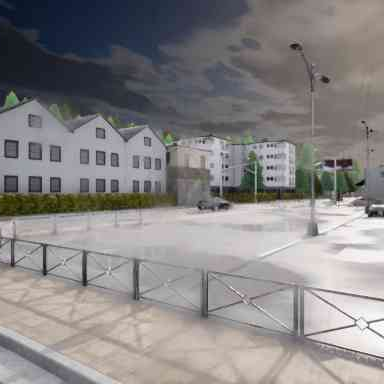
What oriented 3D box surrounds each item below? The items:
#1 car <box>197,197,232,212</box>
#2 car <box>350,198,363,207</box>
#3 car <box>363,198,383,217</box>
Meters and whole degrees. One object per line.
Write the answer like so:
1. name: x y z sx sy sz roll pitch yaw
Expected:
1. car: 2.472 1.300 35.020 2.128 1.511 4.902 0 0 35
2. car: 26.080 1.548 50.172 4.181 1.385 1.994 0 0 38
3. car: 15.428 1.298 26.805 2.007 1.523 4.514 0 0 35
